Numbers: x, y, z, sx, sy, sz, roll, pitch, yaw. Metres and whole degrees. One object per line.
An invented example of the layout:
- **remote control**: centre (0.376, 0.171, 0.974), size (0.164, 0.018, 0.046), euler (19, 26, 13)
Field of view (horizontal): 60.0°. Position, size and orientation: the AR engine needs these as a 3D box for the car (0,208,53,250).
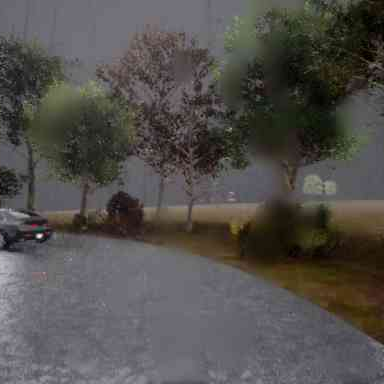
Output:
- **car**: centre (-8.095, 1.475, 14.149), size (4.892, 1.490, 1.837), euler (0, -2, 28)
